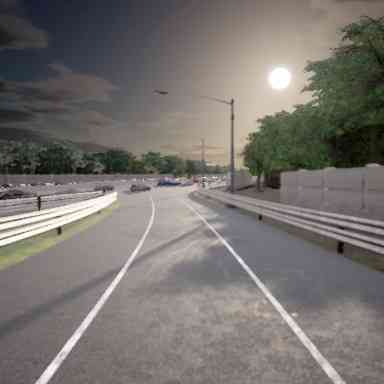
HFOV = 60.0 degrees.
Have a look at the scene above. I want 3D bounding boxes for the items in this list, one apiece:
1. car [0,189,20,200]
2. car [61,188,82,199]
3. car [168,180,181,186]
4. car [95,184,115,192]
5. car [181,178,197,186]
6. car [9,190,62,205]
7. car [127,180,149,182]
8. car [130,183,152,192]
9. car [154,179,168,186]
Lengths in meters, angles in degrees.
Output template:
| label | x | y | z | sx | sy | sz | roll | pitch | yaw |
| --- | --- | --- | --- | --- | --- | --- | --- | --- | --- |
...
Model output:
| label | x | y | z | sx | sy | sz | roll | pitch | yaw |
| --- | --- | --- | --- | --- | --- | --- | --- | --- | --- |
| car | -21.629 | 0.352 | 40.361 | 1.837 | 1.490 | 4.892 | 0 | 3 | 16 |
| car | -16.642 | 0.134 | 45.124 | 1.994 | 1.385 | 4.181 | 0 | 3 | 16 |
| car | -4.154 | -2.332 | 89.236 | 1.882 | 1.535 | 5.008 | 0 | 3 | 16 |
| car | -15.847 | -0.758 | 60.772 | 2.128 | 1.511 | 4.902 | 0 | 3 | 16 |
| car | -0.788 | -2.230 | 88.281 | 1.994 | 1.385 | 4.181 | 0 | 3 | 16 |
| car | -16.042 | 0.731 | 34.401 | 1.895 | 1.301 | 4.718 | 0 | 3 | 16 |
| car | -10.631 | -1.070 | 66.347 | 1.837 | 1.490 | 4.892 | 0 | 3 | 16 |
| car | -8.876 | -0.639 | 59.703 | 1.895 | 1.301 | 4.718 | 0 | 3 | 16 |
| car | -7.514 | -2.613 | 90.210 | 2.150 | 2.045 | 5.566 | 0 | 3 | 16 |
